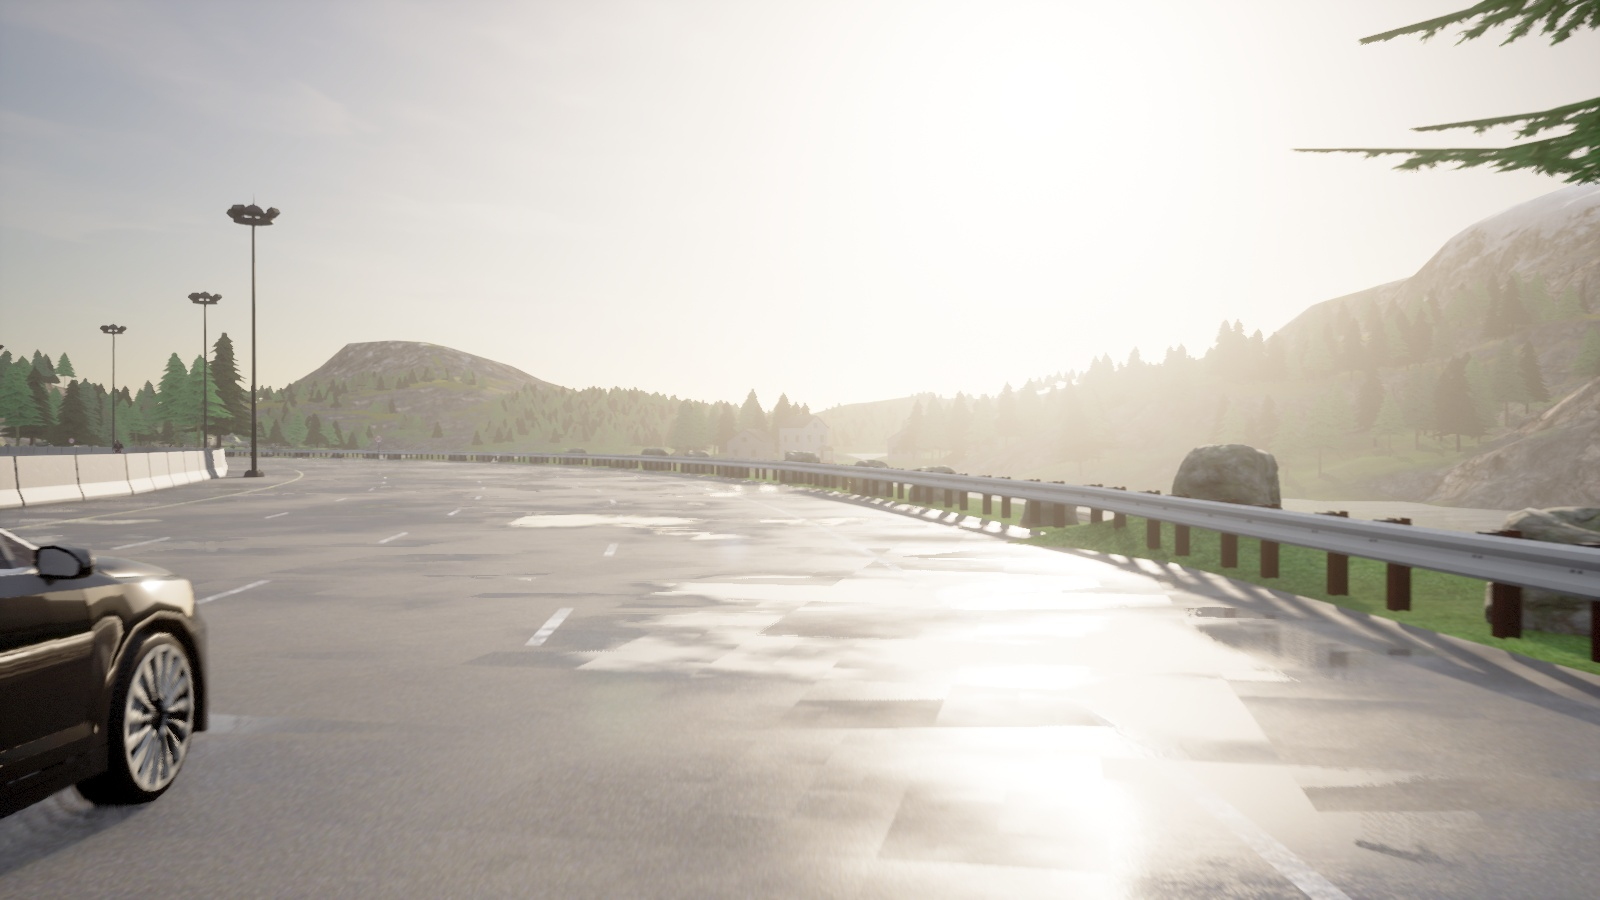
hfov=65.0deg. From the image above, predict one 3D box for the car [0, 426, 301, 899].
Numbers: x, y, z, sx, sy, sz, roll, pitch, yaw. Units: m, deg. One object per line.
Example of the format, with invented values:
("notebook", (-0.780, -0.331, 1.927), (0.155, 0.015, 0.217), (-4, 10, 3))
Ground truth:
("car", (-3.522, 0.678, 3.861), (2.128, 1.511, 4.902), (0, 0, -1))
